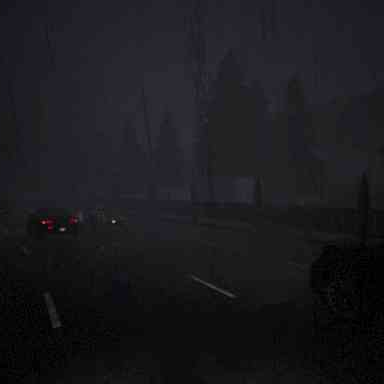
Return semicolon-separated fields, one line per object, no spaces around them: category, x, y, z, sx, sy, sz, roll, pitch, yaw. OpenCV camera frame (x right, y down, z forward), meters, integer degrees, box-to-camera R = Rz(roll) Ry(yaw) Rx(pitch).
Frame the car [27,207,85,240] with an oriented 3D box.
car;-7.188;1.504;17.040;1.812;1.442;4.674;0;0;-34

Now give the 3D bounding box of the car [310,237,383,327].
car;4.258;1.214;4.484;2.150;2.045;5.566;0;0;-27

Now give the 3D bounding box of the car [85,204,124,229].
car;-5.946;1.498;21.346;1.812;1.442;4.674;0;0;-36

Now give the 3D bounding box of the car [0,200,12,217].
car;-17.953;1.454;30.347;2.128;1.511;4.902;0;0;-43
